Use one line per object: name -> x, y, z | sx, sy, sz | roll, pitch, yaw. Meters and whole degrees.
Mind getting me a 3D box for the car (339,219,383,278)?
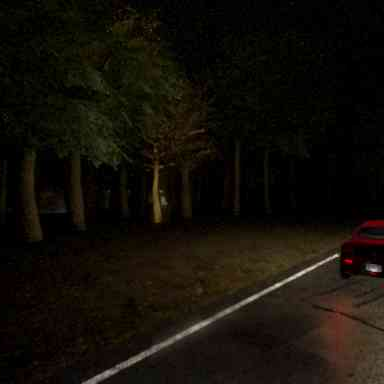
car -> 5.357, 1.442, 8.889 | 1.812, 1.442, 4.674 | 0, 0, 40
